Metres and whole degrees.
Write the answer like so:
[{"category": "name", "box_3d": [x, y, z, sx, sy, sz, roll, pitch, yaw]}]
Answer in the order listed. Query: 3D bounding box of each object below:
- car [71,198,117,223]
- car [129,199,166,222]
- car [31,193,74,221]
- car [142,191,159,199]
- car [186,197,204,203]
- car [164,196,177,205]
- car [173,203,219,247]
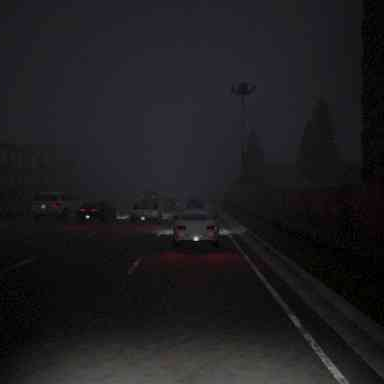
[{"category": "car", "box_3d": [-6.771, 1.352, 24.039, 1.837, 1.490, 4.892, 0, 0, 0]}, {"category": "car", "box_3d": [-3.269, 1.448, 24.453, 1.895, 1.301, 4.718, 0, 0, 0]}, {"category": "car", "box_3d": [-10.261, 1.057, 25.685, 2.150, 2.045, 5.566, 0, 0, 0]}, {"category": "car", "box_3d": [-6.610, 0.887, 53.177, 2.150, 2.045, 5.566, 0, 0, 0]}, {"category": "car", "box_3d": [0.307, 1.257, 38.028, 2.128, 1.511, 4.902, 0, 0, 0]}, {"category": "car", "box_3d": [-3.137, 1.300, 48.421, 1.895, 1.301, 4.718, 0, 0, 0]}, {"category": "car", "box_3d": [0.166, 1.436, 14.407, 1.812, 1.442, 4.674, 0, 1, 0]}]
